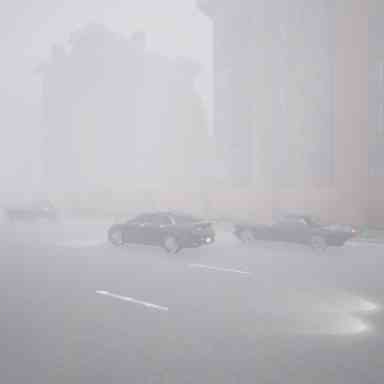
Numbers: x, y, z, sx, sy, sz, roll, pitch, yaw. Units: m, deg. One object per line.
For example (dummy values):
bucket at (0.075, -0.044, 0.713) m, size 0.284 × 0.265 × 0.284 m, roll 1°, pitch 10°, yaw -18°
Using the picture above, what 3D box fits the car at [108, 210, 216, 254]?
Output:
car at (-1.355, 1.504, 13.557) m, size 4.892 × 1.490 × 1.837 m, roll 0°, pitch 0°, yaw 36°

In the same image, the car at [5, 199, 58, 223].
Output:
car at (-12.510, 1.351, 25.810) m, size 4.553 × 1.767 × 2.097 m, roll 0°, pitch 0°, yaw 35°

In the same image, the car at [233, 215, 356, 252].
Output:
car at (4.135, 1.600, 13.940) m, size 4.718 × 1.301 × 1.895 m, roll 0°, pitch 0°, yaw 35°
